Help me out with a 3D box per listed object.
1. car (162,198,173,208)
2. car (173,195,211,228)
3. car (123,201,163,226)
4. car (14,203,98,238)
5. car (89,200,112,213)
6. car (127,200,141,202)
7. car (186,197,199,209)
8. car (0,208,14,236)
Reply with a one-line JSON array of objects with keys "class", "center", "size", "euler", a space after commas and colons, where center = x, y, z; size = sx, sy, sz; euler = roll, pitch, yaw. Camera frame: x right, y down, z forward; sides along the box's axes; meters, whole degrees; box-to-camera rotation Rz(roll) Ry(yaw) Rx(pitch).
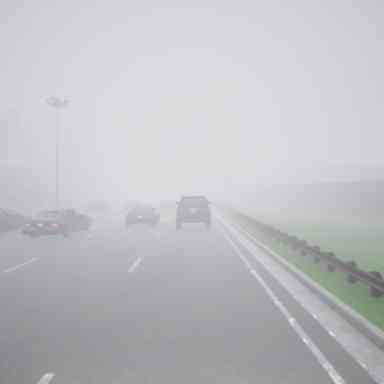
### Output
[{"class": "car", "center": [-3.423, 1.583, 47.433], "size": [1.994, 1.385, 4.181], "euler": [0, 0, 0]}, {"class": "car", "center": [0.092, 1.231, 22.286], "size": [2.150, 2.045, 5.566], "euler": [0, 0, 0]}, {"class": "car", "center": [-3.409, 1.573, 23.591], "size": [1.994, 1.385, 4.181], "euler": [0, 0, 0]}, {"class": "car", "center": [-6.907, 1.554, 17.663], "size": [2.033, 1.411, 5.357], "euler": [0, 0, 0]}, {"class": "car", "center": [-10.473, 1.563, 37.263], "size": [2.033, 1.411, 5.357], "euler": [0, 0, 1]}, {"class": "car", "center": [-6.952, 1.617, 40.534], "size": [1.895, 1.301, 4.718], "euler": [0, 0, 0]}, {"class": "car", "center": [0.075, 1.525, 46.479], "size": [1.837, 1.490, 4.892], "euler": [0, 0, 0]}, {"class": "car", "center": [-10.406, 1.554, 17.656], "size": [2.033, 1.411, 5.357], "euler": [0, 0, 0]}]
